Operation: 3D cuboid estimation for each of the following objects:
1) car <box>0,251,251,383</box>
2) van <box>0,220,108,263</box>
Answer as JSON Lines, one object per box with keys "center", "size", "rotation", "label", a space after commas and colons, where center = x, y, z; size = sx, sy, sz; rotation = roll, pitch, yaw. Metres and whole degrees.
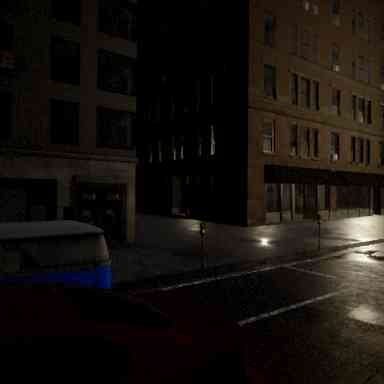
{"center": [-1.837, 1.477, 2.068], "size": [5.008, 1.535, 1.882], "rotation": [0, 0, -36], "label": "car"}
{"center": [-3.114, 1.341, 4.531], "size": [3.998, 1.788, 1.690], "rotation": [0, 1, -36], "label": "van"}
